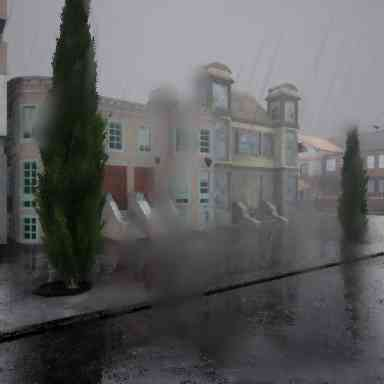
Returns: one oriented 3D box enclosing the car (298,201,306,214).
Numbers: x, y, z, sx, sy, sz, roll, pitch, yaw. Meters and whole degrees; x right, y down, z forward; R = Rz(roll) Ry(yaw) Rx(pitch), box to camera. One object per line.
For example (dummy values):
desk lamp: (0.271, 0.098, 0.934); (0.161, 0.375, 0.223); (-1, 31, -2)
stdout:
car: (9.393, 1.221, 35.526); (2.150, 2.045, 5.566); (0, 0, -36)
